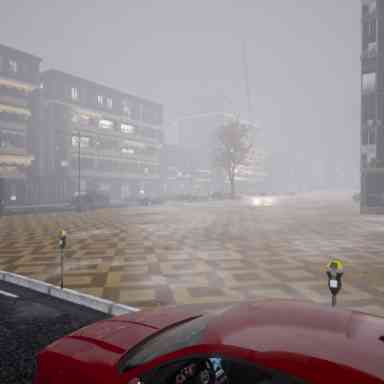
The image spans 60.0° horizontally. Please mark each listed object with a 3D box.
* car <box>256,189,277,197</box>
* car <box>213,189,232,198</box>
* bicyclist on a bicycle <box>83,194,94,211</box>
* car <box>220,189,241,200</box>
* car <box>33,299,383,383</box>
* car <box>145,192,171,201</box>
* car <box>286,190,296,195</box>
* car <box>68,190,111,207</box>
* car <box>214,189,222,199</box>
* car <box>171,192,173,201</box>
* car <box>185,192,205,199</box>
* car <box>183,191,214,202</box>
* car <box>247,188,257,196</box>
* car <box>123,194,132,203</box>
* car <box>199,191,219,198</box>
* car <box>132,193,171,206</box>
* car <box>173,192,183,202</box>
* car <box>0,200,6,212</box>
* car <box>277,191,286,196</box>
[{"bbox_3d":[16.989,0.451,75.256,2.008,1.369,4.403,2,2,35],"label":"car"},{"bbox_3d":[6.932,0.234,75.453,2.192,1.841,5.009,2,2,35],"label":"car"},{"bbox_3d":[-9.819,1.021,31.479,1.656,1.620,0.582,0,1,35],"label":"bicyclist on a bicycle"},{"bbox_3d":[7.559,0.680,61.670,1.752,1.417,4.829,2,2,35],"label":"car"},{"bbox_3d":[0.603,1.545,2.435,4.507,1.381,1.887,0,0,36],"label":"car"},{"bbox_3d":[-5.773,0.814,57.159,2.008,1.369,4.403,2,2,35],"label":"car"},{"bbox_3d":[26.515,0.084,88.977,1.967,1.590,4.097,2,2,35],"label":"car"},{"bbox_3d":[-12.944,0.762,42.298,2.150,2.045,5.566,1,1,35],"label":"car"},{"bbox_3d":[5.523,0.633,63.474,1.837,1.490,4.892,1,1,35],"label":"car"},{"bbox_3d":[-3.364,0.803,56.019,1.812,1.442,4.674,1,1,35],"label":"car"},{"bbox_3d":[0.578,0.656,66.310,1.947,1.339,4.313,2,2,35],"label":"car"},{"bbox_3d":[1.111,0.881,52.381,2.008,1.369,4.403,2,2,35],"label":"car"},{"bbox_3d":[16.457,-0.023,89.177,2.192,1.841,5.009,2,2,35],"label":"car"},{"bbox_3d":[-8.948,0.916,52.584,1.947,1.339,4.313,2,2,35],"label":"car"},{"bbox_3d":[3.656,0.532,70.743,1.752,1.417,4.829,2,2,35],"label":"car"},{"bbox_3d":[-5.240,1.055,43.230,2.008,1.369,4.403,2,2,35],"label":"car"},{"bbox_3d":[-0.356,0.767,54.916,1.882,1.535,5.008,1,1,35],"label":"car"},{"bbox_3d":[-20.396,1.097,31.552,2.097,1.767,4.553,1,1,37],"label":"car"},{"bbox_3d":[20.163,0.365,79.830,2.008,1.369,4.403,2,2,35],"label":"car"}]
